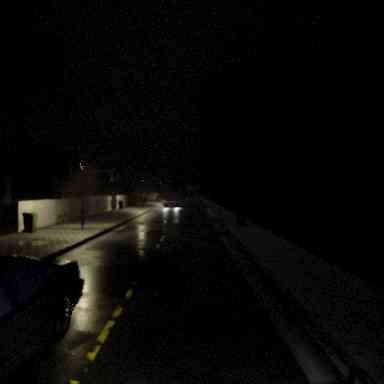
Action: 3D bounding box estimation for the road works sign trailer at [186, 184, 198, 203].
[{"bbox_3d":[-0.010,0.291,64.896,2.380,3.560,2.880,0,0,0],"label":"road works sign trailer"}]

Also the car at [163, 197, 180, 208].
[{"bbox_3d":[-2.840,1.395,45.986,1.812,1.442,4.674,0,0,0],"label":"car"}]

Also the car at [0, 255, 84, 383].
[{"bbox_3d":[-2.852,1.535,3.746,2.033,1.411,5.357,0,0,0],"label":"car"}]
